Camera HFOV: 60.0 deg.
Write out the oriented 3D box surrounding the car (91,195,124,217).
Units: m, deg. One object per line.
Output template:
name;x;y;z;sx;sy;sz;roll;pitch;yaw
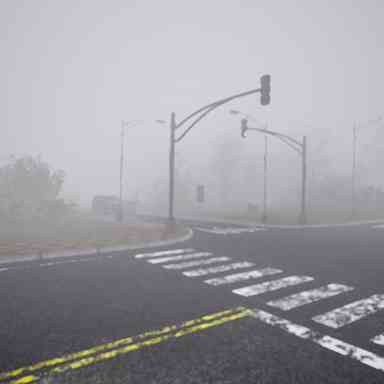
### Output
car;-8.183;1.328;32.802;2.150;2.045;5.566;2;-1;-36
